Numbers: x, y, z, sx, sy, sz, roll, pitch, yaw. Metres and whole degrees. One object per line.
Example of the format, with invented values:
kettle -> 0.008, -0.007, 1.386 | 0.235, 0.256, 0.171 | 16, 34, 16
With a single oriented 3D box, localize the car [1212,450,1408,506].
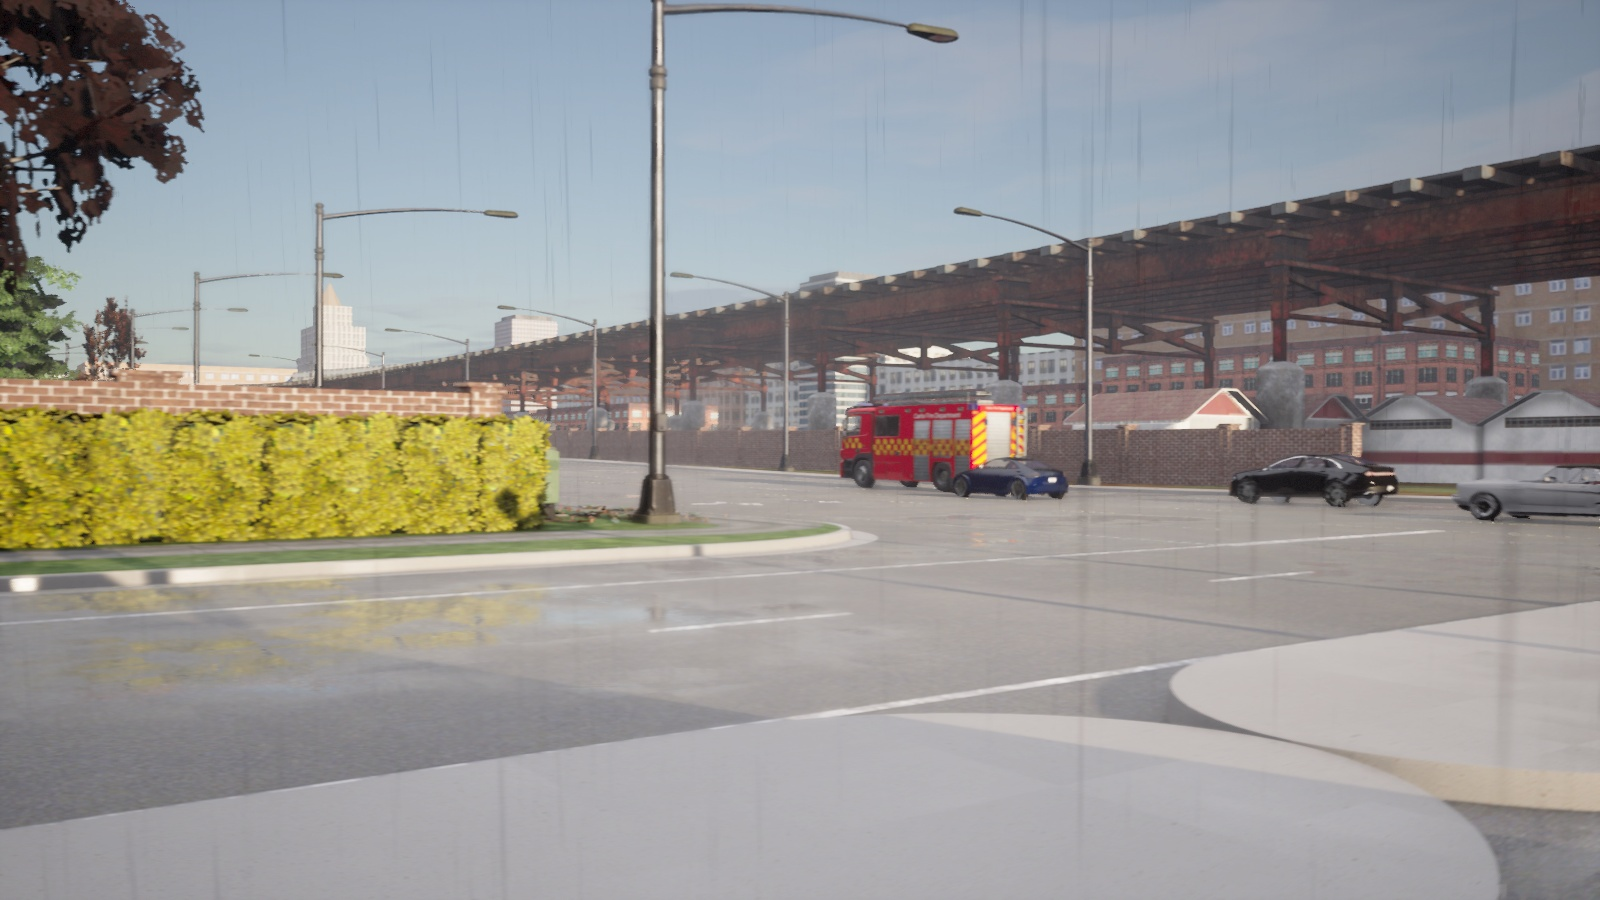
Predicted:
car -> 14.714, 0.759, 36.517 | 2.128, 1.511, 4.902 | 0, 0, -35

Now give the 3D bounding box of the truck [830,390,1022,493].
truck -> 4.889, -0.329, 50.749 | 2.891, 3.827, 8.468 | 0, 0, -35

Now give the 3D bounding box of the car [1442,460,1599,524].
car -> 16.805, 0.877, 27.328 | 1.895, 1.301, 4.718 | 0, 0, -35

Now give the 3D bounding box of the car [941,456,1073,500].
car -> 6.820, 0.897, 41.791 | 1.994, 1.385, 4.181 | 0, 0, -35
